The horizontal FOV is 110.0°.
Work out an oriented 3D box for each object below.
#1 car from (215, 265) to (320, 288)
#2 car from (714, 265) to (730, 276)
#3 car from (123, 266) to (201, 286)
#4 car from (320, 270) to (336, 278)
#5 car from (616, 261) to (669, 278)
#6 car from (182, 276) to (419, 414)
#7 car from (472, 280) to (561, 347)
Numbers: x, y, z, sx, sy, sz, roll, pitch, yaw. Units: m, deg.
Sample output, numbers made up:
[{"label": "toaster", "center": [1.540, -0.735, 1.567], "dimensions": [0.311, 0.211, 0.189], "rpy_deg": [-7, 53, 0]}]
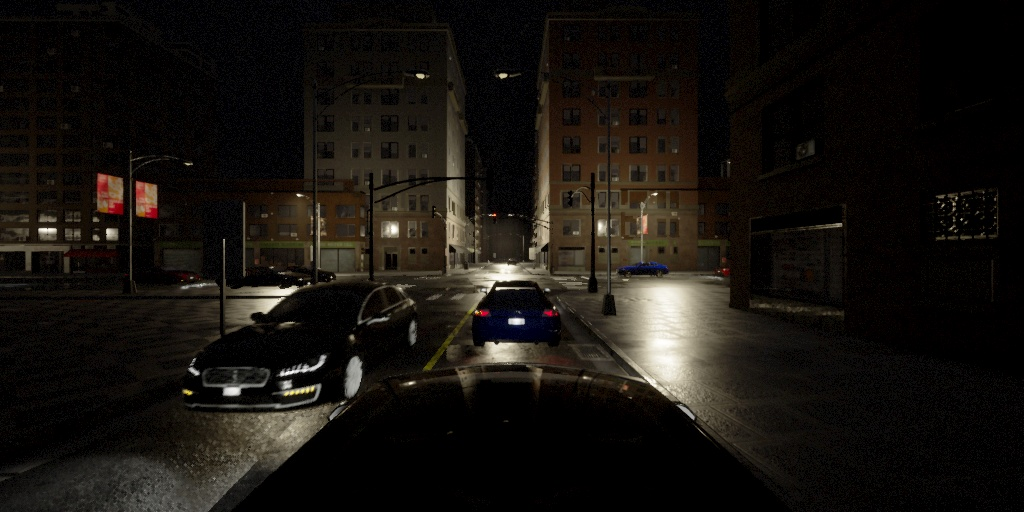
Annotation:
[{"label": "car", "center": [-15.497, 1.349, 22.658], "dimensions": [5.357, 1.411, 2.033], "rpy_deg": [0, 0, 0]}, {"label": "car", "center": [20.905, 1.225, 32.772], "dimensions": [4.181, 1.385, 1.994], "rpy_deg": [0, 0, 0]}, {"label": "car", "center": [-25.133, 1.403, 25.860], "dimensions": [4.181, 1.385, 1.994], "rpy_deg": [0, 0, -1]}, {"label": "car", "center": [-15.039, 1.364, 25.909], "dimensions": [4.181, 1.385, 1.994], "rpy_deg": [0, 0, 0]}, {"label": "car", "center": [11.866, 1.218, 32.735], "dimensions": [4.674, 1.442, 1.812], "rpy_deg": [0, 0, 0]}, {"label": "car", "center": [-3.049, 1.256, 6.368], "dimensions": [1.837, 1.490, 4.892], "rpy_deg": [0, 0, 1]}, {"label": "car", "center": [0.098, 1.314, 9.373], "dimensions": [1.994, 1.385, 4.181], "rpy_deg": [0, 0, 0]}]
